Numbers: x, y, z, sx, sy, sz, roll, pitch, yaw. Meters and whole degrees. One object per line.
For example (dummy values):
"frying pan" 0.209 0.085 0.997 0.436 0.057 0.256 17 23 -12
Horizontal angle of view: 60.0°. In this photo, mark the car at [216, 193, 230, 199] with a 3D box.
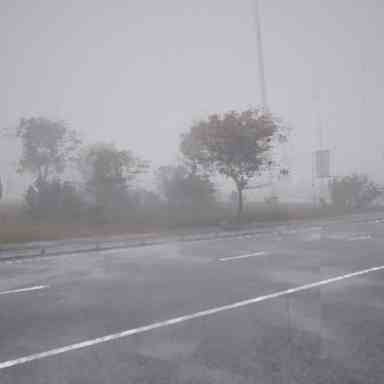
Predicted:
"car" 4.974 0.906 68.009 1.837 1.490 4.892 -1 1 -37

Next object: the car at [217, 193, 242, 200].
"car" 7.828 0.890 70.043 2.033 1.411 5.357 -1 1 -38
